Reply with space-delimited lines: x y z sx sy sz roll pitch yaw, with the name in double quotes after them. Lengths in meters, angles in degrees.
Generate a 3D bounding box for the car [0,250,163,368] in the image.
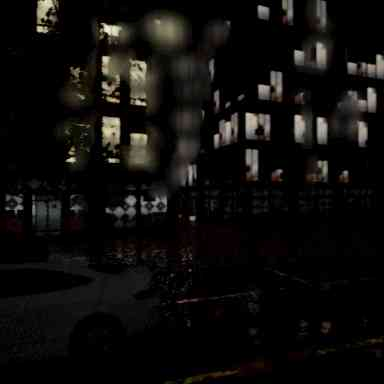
-2.759 1.638 4.802 4.674 1.442 1.812 0 -1 -21 "car"
